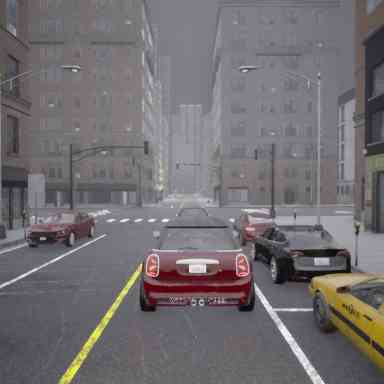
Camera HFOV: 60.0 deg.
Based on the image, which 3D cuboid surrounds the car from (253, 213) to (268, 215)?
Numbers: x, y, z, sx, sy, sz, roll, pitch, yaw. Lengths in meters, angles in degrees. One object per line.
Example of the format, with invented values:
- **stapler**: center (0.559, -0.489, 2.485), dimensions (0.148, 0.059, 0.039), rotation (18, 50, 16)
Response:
- **car**: center (2.842, 1.577, 14.974), dimensions (1.802, 1.307, 4.206), rotation (-1, 0, 0)

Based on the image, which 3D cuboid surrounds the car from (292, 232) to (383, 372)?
- **car**: center (2.859, 1.524, 3.972), dimensions (1.752, 1.417, 4.829), rotation (-1, 0, 0)

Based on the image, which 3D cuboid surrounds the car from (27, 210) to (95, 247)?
- **car**: center (-5.704, 1.540, 14.957), dimensions (1.887, 1.381, 4.507), rotation (-1, 0, 0)

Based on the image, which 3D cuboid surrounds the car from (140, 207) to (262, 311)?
- **car**: center (0.088, 1.350, 7.893), dimensions (2.097, 1.767, 4.553), rotation (0, 0, 0)

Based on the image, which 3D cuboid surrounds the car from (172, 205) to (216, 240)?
- **car**: center (0.068, 1.542, 18.131), dimensions (2.033, 1.411, 5.357), rotation (0, 0, 0)

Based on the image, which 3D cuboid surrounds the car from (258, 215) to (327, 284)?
- **car**: center (2.851, 1.563, 9.388), dimensions (1.947, 1.339, 4.313), rotation (-1, 0, 0)
